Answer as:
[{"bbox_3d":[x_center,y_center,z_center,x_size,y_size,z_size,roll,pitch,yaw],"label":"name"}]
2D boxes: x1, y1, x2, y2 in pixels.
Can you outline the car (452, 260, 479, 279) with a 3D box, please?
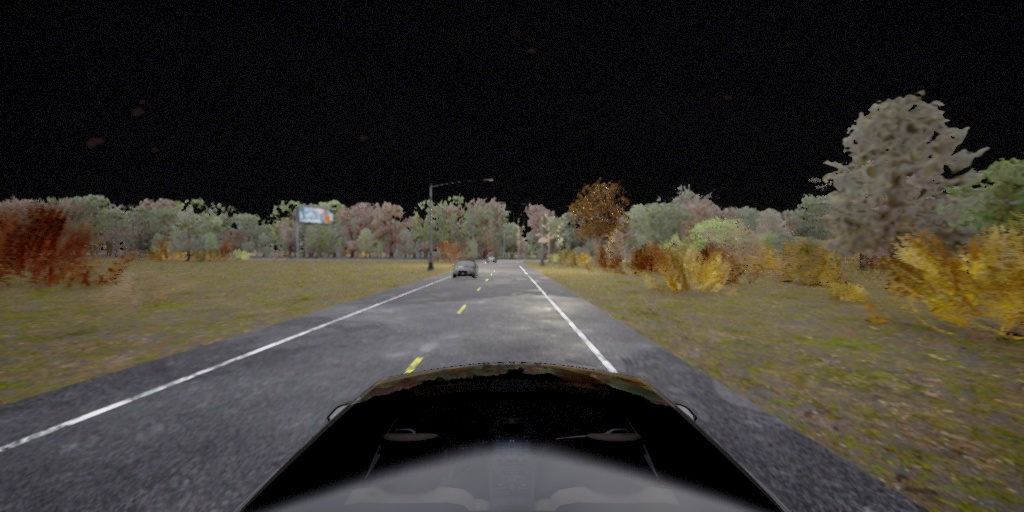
[{"bbox_3d":[-3.801,1.096,29.978,1.837,1.490,4.892,0,0,0],"label":"car"}]
